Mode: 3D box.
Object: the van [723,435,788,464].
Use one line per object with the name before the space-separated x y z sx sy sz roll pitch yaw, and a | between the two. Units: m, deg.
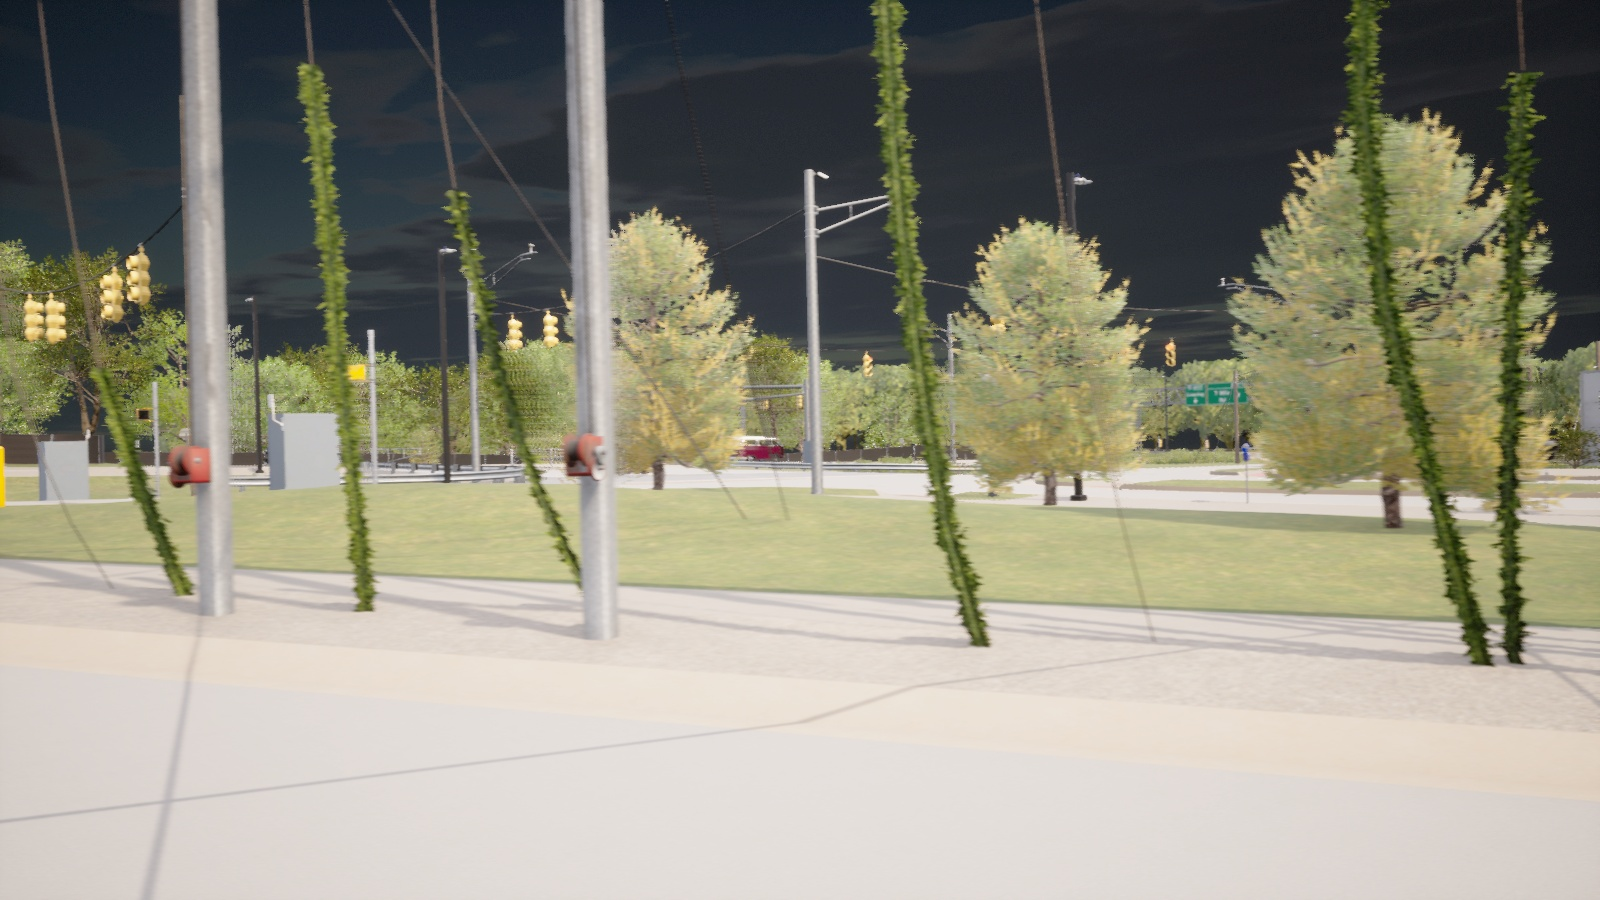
van | -3.224 -0.012 91.081 4.480 2.038 2.069 1 -1 -45
